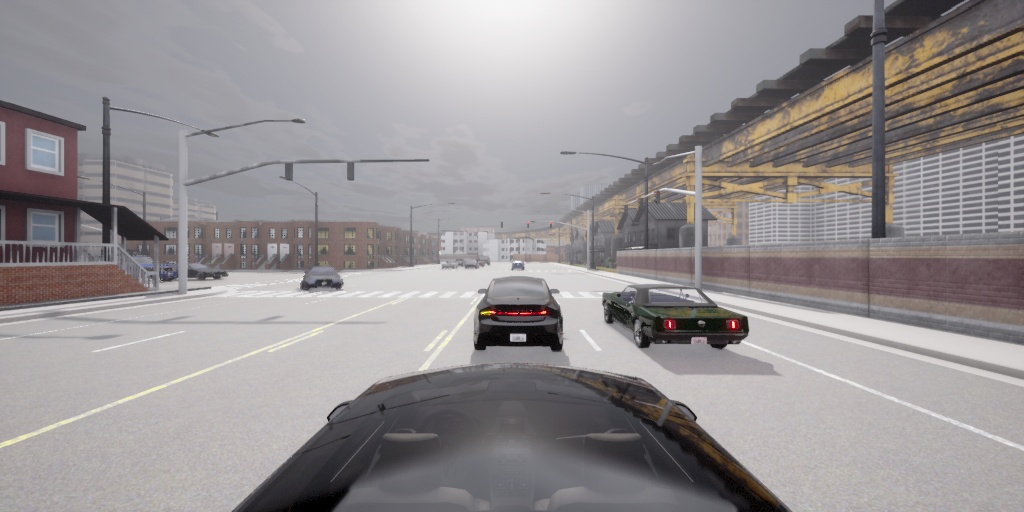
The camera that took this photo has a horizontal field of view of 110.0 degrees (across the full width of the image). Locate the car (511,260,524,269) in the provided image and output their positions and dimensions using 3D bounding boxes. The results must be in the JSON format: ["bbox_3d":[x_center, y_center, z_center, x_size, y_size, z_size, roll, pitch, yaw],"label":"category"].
[{"bbox_3d":[0.853,1.296,52.848,2.033,1.411,5.357,0,0,0],"label":"car"}]

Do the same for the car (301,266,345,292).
[{"bbox_3d":[-11.307,1.313,21.452,1.994,1.385,4.181,1,0,-30],"label":"car"}]

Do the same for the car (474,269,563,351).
[{"bbox_3d":[0.163,1.255,9.006,1.837,1.490,4.892,0,0,1],"label":"car"}]

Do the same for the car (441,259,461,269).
[{"bbox_3d":[-9.801,1.350,56.657,1.895,1.301,4.718,0,0,2],"label":"car"}]

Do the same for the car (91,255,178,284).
[{"bbox_3d":[-28.159,0.970,26.666,5.566,2.045,2.150,0,0,1],"label":"car"}]

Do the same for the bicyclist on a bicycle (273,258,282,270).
[{"bbox_3d":[-30.533,1.049,46.684,0.582,1.620,1.656,0,0,1],"label":"bicyclist on a bicycle"}]

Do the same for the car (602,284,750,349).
[{"bbox_3d":[3.668,1.351,9.144,1.895,1.301,4.718,0,0,1],"label":"car"}]

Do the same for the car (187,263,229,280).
[{"bbox_3d":[-27.093,1.297,30.144,5.357,1.411,2.033,0,0,1],"label":"car"}]

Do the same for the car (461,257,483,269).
[{"bbox_3d":[-6.294,1.296,56.927,2.033,1.411,5.357,0,0,1],"label":"car"}]
